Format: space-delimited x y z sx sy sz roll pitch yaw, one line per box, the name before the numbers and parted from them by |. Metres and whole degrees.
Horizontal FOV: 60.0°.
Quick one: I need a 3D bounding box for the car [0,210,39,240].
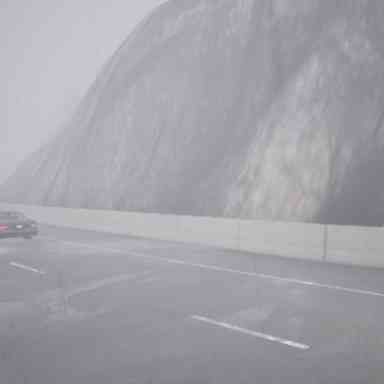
car | -9.427 1.571 16.260 5.357 1.411 2.033 0 0 42
